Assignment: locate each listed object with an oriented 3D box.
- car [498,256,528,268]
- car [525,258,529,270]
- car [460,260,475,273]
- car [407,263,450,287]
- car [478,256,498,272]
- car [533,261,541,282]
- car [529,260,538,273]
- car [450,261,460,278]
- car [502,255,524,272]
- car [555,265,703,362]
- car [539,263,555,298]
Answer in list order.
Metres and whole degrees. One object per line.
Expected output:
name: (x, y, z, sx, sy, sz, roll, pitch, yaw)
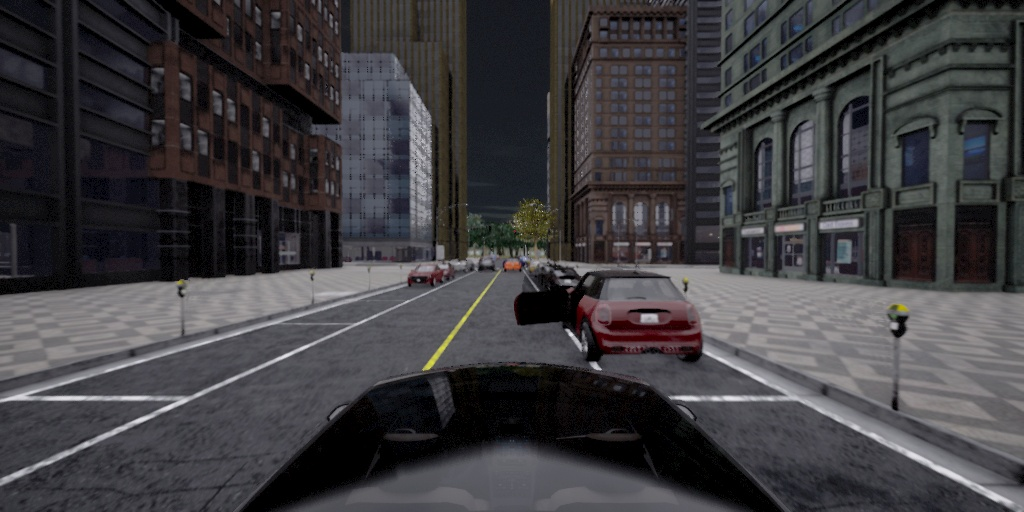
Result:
car: (0.520, 0.957, 54.688, 2.097, 1.767, 4.553, 0, 0, 39)
car: (2.762, 1.182, 40.868, 1.751, 1.417, 4.829, 0, 0, 0)
car: (-5.763, 1.207, 40.524, 2.007, 1.370, 4.403, 0, 0, 0)
car: (-5.764, 1.248, 24.390, 1.888, 1.381, 4.507, 0, 0, 0)
car: (-3.020, 1.123, 43.598, 1.882, 1.535, 5.008, 0, 0, 0)
car: (2.762, 1.268, 25.090, 1.948, 1.339, 4.313, 0, 0, 0)
car: (2.762, 1.239, 30.292, 2.007, 1.370, 4.403, 0, 0, 0)
car: (-5.764, 1.271, 29.767, 1.802, 1.307, 4.207, 0, 0, 0)
car: (0.091, 0.994, 44.715, 2.097, 1.767, 4.553, 0, 0, 0)
car: (2.388, 1.090, 8.362, 2.097, 1.767, 4.553, 0, 0, 0)
car: (2.762, 1.281, 19.886, 1.948, 1.339, 4.313, 0, 0, 0)
